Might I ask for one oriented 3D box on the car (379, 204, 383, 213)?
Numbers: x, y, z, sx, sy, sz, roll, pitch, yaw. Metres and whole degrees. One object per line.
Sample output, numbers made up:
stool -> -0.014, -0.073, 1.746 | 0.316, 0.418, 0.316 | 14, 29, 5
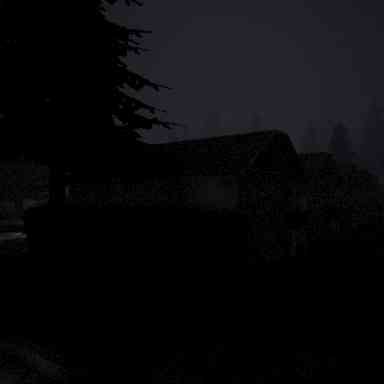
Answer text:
car -> 22.621, 2.038, 41.474 | 4.902, 1.511, 2.128 | -1, -1, 29

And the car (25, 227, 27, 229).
car -> -9.408, 1.868, 23.729 | 2.097, 1.767, 4.553 | -1, -1, 36
